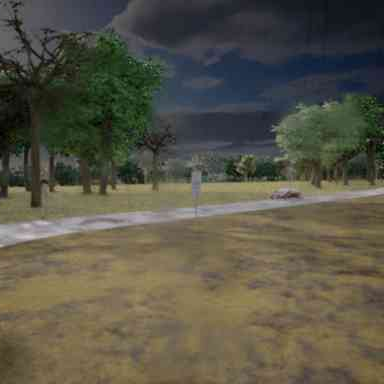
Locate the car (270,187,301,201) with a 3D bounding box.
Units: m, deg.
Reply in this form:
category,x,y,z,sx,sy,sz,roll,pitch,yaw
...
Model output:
category,x,y,z,sx,sy,sz,roll,pitch,yaw
car,10.901,0.179,38.369,4.674,1.442,1.812,-3,3,-43
